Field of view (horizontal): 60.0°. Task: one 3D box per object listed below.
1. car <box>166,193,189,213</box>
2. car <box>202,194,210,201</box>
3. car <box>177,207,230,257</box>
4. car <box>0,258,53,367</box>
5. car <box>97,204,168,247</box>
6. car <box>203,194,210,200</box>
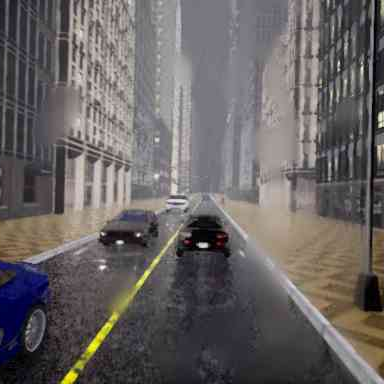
[{"bbox_3d":[-1.524,1.172,36.336,2.150,2.045,5.566,2,0,3],"label":"car"},{"bbox_3d":[3.525,1.387,83.306,2.097,1.767,4.553,2,0,2],"label":"car"},{"bbox_3d":[0.464,1.534,12.901,1.812,1.442,4.674,2,0,2],"label":"car"},{"bbox_3d":[-3.035,1.445,3.218,1.812,1.442,4.674,2,0,3],"label":"car"},{"bbox_3d":[-2.549,1.475,14.936,2.033,1.411,5.357,2,0,2],"label":"car"},{"bbox_3d":[3.960,1.455,93.362,1.837,1.490,4.892,2,0,2],"label":"car"}]
